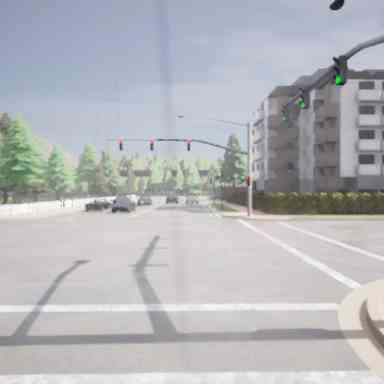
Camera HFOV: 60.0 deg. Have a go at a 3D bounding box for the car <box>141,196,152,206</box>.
[{"bbox_3d":[-7.048,1.339,49.659,2.128,1.511,4.902,0,0,0],"label":"car"}]

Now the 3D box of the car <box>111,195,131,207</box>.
[{"bbox_3d":[-10.545,1.325,49.797,1.882,1.535,5.008,0,1,1],"label":"car"}]

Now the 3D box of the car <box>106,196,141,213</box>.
[{"bbox_3d":[-7.081,1.440,35.127,2.033,1.411,5.357,0,0,0],"label":"car"}]

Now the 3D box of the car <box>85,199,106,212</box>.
[{"bbox_3d":[-10.570,1.485,37.712,1.895,1.301,4.718,0,0,0],"label":"car"}]

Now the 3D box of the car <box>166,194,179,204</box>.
[{"bbox_3d":[-3.496,1.171,59.096,2.097,1.767,4.553,0,0,0],"label":"car"}]

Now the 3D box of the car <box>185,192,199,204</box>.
[{"bbox_3d":[0.004,1.040,59.170,2.150,2.045,5.566,0,0,0],"label":"car"}]
